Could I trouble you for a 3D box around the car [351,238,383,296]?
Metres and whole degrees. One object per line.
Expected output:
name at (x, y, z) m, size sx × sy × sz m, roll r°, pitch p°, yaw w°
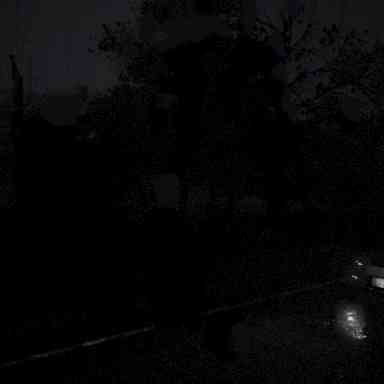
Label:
car at (5.719, 1.514, 7.839) m, size 4.902 × 1.511 × 2.128 m, roll 0°, pitch 0°, yaw -34°
